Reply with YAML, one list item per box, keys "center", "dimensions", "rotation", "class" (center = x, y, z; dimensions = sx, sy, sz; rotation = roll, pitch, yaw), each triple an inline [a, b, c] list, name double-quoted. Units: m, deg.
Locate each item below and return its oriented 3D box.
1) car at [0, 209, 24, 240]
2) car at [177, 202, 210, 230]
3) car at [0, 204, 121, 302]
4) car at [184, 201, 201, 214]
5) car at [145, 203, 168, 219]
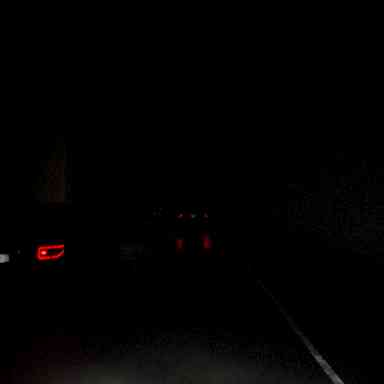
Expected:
- center: [-10.621, 1.683, 16.892]
  dimensions: [1.812, 1.442, 4.674]
  rotation: [0, -1, 0]
  class: "car"
- center: [0.070, 1.563, 22.745]
  dimensions: [2.097, 1.767, 4.553]
  rotation: [0, -1, 0]
  class: "car"
- center: [-3.411, 1.303, 8.629]
  dimensions: [2.150, 2.045, 5.566]
  rotation: [0, -1, 0]
  class: "car"
- center: [0.018, 1.931, 41.497]
  dimensions: [2.033, 1.411, 5.357]
  rotation: [0, -1, -1]
  class: "car"
- center: [-3.439, 1.795, 32.689]
  dimensions: [2.128, 1.511, 4.902]
  rotation: [0, -1, 0]
  class: "car"
